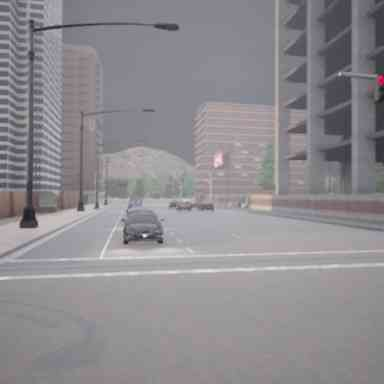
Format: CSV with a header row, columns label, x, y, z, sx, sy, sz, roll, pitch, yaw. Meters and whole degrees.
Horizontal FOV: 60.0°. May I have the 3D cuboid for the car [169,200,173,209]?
label,x,y,z,sx,sy,sz,roll,pitch,yaw
car,-3.096,2.257,59.838,1.837,1.490,4.892,0,-1,-10

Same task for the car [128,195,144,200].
label,x,y,z,sx,sy,sz,roll,pitch,yaw
car,-8.898,1.503,52.633,2.150,2.045,5.566,0,-1,-10

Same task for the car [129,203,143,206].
label,x,y,z,sx,sy,sz,roll,pitch,yaw
car,-4.283,1.844,26.696,1.812,1.442,4.674,0,-1,-10

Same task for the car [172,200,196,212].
label,x,y,z,sx,sy,sz,roll,pitch,yaw
car,-1.243,2.127,49.931,2.128,1.511,4.902,0,-1,-10

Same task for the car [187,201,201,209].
label,x,y,z,sx,sy,sz,roll,pitch,yaw
car,0.347,2.307,60.462,1.812,1.442,4.674,0,-1,-10

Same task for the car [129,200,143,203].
label,x,y,z,sx,sy,sz,roll,pitch,yaw
car,-6.284,1.940,37.697,2.128,1.511,4.902,0,-1,-10

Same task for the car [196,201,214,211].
label,x,y,z,sx,sy,sz,roll,pitch,yaw
car,2.010,2.152,51.358,1.882,1.535,5.008,0,-1,-10

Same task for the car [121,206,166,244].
label,x,y,z,sx,sy,sz,roll,pitch,yaw
car,-2.526,1.710,17.042,1.837,1.490,4.892,0,-1,-11
